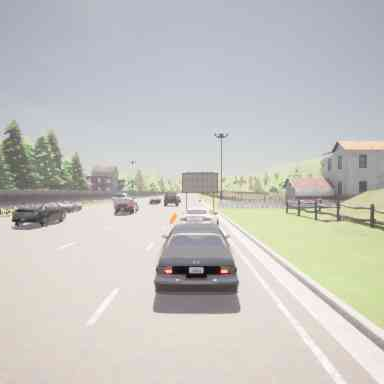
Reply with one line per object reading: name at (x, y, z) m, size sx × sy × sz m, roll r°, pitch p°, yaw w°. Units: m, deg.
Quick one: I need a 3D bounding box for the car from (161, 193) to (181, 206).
car at (-3.311, 1.221, 53.426) m, size 2.150 × 2.045 × 5.566 m, roll 0°, pitch 0°, yaw 0°

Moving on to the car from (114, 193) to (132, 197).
car at (-10.316, 1.223, 49.697) m, size 2.150 × 2.045 × 5.566 m, roll 0°, pitch 0°, yaw 0°

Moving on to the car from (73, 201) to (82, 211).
car at (-13.838, 1.600, 37.178) m, size 1.895 × 1.301 × 4.718 m, roll 0°, pitch 0°, yaw 0°

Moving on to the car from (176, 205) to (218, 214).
car at (0.420, 1.542, 18.498) m, size 1.812 × 1.442 × 4.674 m, roll -1°, pitch -1°, yaw 7°

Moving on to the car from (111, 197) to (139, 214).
car at (-6.841, 1.526, 34.933) m, size 1.812 × 1.442 × 4.674 m, roll 0°, pitch 0°, yaw 0°

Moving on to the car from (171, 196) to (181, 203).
car at (-3.285, 1.564, 68.641) m, size 1.994 × 1.385 × 4.181 m, roll 0°, pitch 0°, yaw 0°

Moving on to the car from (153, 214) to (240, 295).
car at (0.112, 1.547, 8.888) m, size 2.033 × 1.411 × 5.357 m, roll 0°, pitch 0°, yaw 1°

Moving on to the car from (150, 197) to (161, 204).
car at (-6.795, 1.600, 62.918) m, size 1.895 × 1.301 × 4.718 m, roll 0°, pitch 0°, yaw 0°

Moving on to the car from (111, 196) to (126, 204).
car at (-13.796, 1.501, 62.537) m, size 1.837 × 1.490 × 4.892 m, roll 0°, pitch -1°, yaw 0°

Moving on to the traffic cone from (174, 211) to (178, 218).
traffic cone at (-1.445, 1.955, 25.245) m, size 0.340 × 0.580 × 0.340 m, roll 0°, pitch 0°, yaw 0°

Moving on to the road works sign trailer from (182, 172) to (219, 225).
road works sign trailer at (0.526, 0.464, 22.110) m, size 2.380 × 3.560 × 2.880 m, roll 0°, pitch 0°, yaw -2°

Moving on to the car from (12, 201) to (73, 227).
car at (-10.361, 1.492, 22.891) m, size 2.128 × 1.511 × 4.902 m, roll 0°, pitch 0°, yaw 0°

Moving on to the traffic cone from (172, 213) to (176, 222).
traffic cone at (-1.449, 1.955, 23.245) m, size 0.340 × 0.580 × 0.340 m, roll 0°, pitch 0°, yaw 0°
